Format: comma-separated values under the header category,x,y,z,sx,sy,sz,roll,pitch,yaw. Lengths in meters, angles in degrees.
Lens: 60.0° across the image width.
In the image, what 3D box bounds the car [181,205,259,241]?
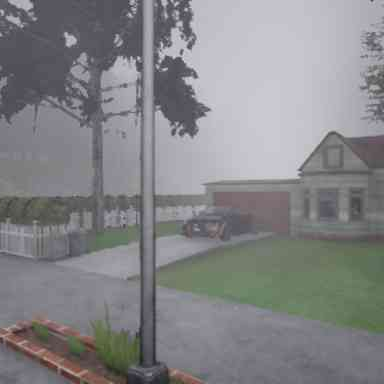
category,x,y,z,sx,sy,sz,roll,pitch,yaw
car,1.341,1.295,14.689,1.994,1.381,4.181,0,0,35
